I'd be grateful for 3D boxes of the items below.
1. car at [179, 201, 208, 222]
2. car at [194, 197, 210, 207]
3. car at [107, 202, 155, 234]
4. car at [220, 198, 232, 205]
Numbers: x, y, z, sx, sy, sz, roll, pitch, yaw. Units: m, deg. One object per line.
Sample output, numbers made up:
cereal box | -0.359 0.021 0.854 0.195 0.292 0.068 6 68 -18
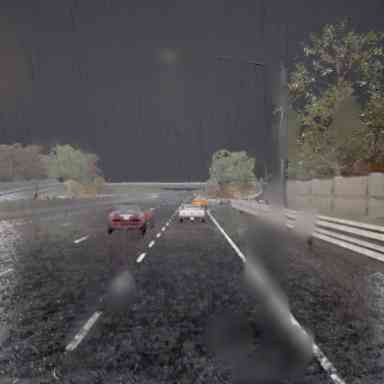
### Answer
car | 0.016 1.617 26.410 1.895 1.301 4.718 0 0 0
car | 1.524 1.541 50.321 1.882 1.535 5.008 0 -1 10
car | -3.389 1.363 19.340 2.097 1.767 4.553 0 0 0
car | 7.377 2.055 70.039 1.994 1.385 4.181 0 -1 24
